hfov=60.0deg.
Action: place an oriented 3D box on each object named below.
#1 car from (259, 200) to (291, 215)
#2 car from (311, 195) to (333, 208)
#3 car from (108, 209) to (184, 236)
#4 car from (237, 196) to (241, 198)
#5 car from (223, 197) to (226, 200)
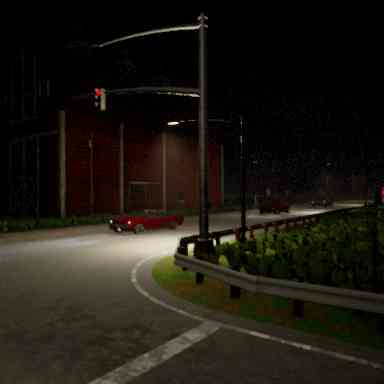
[{"bbox_3d":[8.814,1.586,35.164,1.882,1.535,5.008,0,0,37],"label":"car"},{"bbox_3d":[19.073,1.380,48.829,2.097,1.767,4.553,0,0,37],"label":"car"},{"bbox_3d":[-2.629,1.711,19.756,1.895,1.301,4.718,0,0,37],"label":"car"},{"bbox_3d":[13.031,1.803,89.001,1.784,1.438,3.905,0,0,36],"label":"car"},{"bbox_3d":[6.453,1.781,77.881,1.816,1.474,4.193,0,0,36],"label":"car"}]
